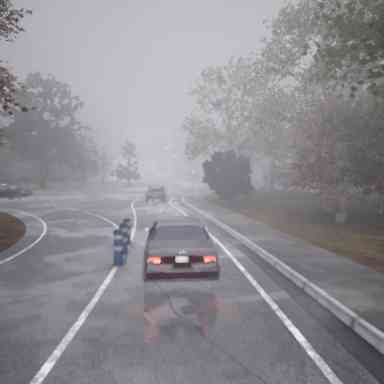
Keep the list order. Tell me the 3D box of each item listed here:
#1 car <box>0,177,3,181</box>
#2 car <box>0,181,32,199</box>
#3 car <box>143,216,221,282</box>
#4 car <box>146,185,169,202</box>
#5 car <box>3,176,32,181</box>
[{"bbox_3d":[-37.685,-2.275,62.939,1.994,1.385,4.181,2,4,25],"label":"car"},{"bbox_3d":[-19.216,-0.095,34.869,4.674,1.442,1.812,0,5,4],"label":"car"},{"bbox_3d":[-0.402,1.408,9.544,2.033,1.411,5.357,0,2,-4],"label":"car"},{"bbox_3d":[-3.377,0.039,32.639,2.128,1.511,4.902,0,4,0],"label":"car"},{"bbox_3d":[-33.168,-2.404,63.980,1.994,1.385,4.181,3,5,35],"label":"car"}]
